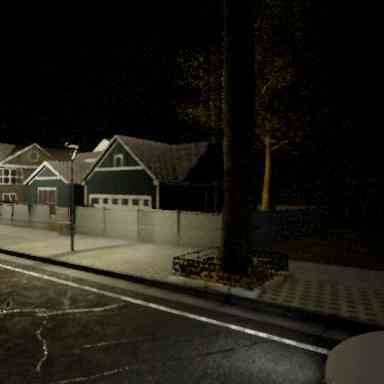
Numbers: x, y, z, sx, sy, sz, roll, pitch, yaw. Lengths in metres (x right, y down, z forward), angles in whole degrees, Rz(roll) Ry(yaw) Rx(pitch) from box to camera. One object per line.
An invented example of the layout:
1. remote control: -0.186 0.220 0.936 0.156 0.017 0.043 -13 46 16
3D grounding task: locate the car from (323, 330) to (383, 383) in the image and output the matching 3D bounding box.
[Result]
1. car: 3.153 1.529 1.743 4.674 1.442 1.812 0 0 35
